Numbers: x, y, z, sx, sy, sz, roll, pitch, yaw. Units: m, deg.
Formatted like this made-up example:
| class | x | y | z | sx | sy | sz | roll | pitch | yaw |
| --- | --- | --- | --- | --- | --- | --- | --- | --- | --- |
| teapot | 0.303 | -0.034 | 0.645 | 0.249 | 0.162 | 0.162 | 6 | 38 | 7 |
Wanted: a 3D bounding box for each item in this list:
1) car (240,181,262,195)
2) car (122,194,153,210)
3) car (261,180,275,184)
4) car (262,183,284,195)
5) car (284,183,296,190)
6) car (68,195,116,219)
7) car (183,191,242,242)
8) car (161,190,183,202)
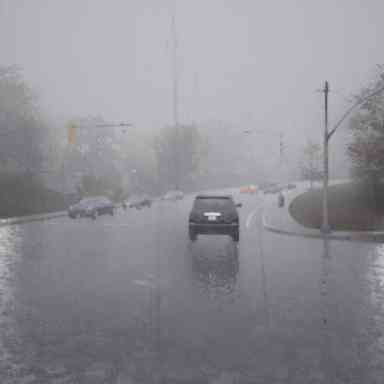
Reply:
| class | x | y | z | sx | sy | sz | roll | pitch | yaw |
| --- | --- | --- | --- | --- | --- | --- | --- | --- | --- |
| car | 9.562 | -0.506 | 55.275 | 2.097 | 1.767 | 4.553 | 0 | 4 | 29 |
| car | -5.713 | 1.002 | 35.394 | 2.128 | 1.511 | 4.902 | 0 | 2 | 16 |
| car | 14.651 | -1.317 | 64.174 | 2.150 | 2.045 | 5.566 | 0 | 4 | 34 |
| car | 13.180 | -0.319 | 54.650 | 1.895 | 1.301 | 4.718 | 0 | 4 | 29 |
| car | 18.307 | -1.080 | 63.401 | 2.033 | 1.411 | 5.357 | 0 | 4 | 34 |
| car | -7.854 | 1.122 | 26.445 | 2.097 | 1.767 | 4.553 | 0 | 1 | 12 |
| car | 1.189 | 1.120 | 15.912 | 2.150 | 2.045 | 5.566 | 0 | 0 | 8 |
| car | -2.559 | 0.527 | 45.149 | 2.128 | 1.511 | 4.902 | 0 | 3 | 19 |
